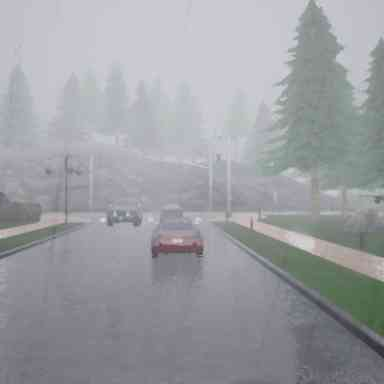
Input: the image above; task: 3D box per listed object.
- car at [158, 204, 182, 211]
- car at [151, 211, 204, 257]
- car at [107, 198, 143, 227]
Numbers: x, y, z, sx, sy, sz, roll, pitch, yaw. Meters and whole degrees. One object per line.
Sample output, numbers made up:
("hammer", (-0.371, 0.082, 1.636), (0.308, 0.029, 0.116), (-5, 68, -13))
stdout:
("car", (-1.893, 1.754, 29.322), (1.882, 1.535, 5.008), (0, 1, -7))
("car", (-0.625, 1.709, 13.708), (1.994, 1.385, 4.181), (0, -1, -3))
("car", (-5.003, 1.494, 25.433), (2.150, 2.045, 5.566), (0, -1, -4))
